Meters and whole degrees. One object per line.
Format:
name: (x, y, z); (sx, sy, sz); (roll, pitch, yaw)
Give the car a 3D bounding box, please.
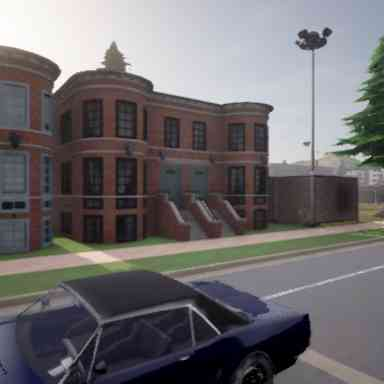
car: (-1.004, 1.598, 3.278); (4.718, 1.301, 1.895); (0, 0, -35)
